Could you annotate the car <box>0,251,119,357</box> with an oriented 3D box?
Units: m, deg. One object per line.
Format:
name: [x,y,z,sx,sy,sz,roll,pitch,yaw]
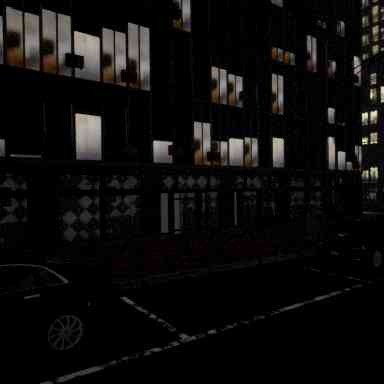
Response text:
car: [-3.189,1.551,4.427,4.403,1.369,2.008,0,-1,-35]

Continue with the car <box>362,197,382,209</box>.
car: [20.577,1.274,40.861,1.752,1.417,4.829,-1,1,-35]

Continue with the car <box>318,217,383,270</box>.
car: [5.986,1.541,11.006,4.507,1.381,1.887,0,-1,-35]
